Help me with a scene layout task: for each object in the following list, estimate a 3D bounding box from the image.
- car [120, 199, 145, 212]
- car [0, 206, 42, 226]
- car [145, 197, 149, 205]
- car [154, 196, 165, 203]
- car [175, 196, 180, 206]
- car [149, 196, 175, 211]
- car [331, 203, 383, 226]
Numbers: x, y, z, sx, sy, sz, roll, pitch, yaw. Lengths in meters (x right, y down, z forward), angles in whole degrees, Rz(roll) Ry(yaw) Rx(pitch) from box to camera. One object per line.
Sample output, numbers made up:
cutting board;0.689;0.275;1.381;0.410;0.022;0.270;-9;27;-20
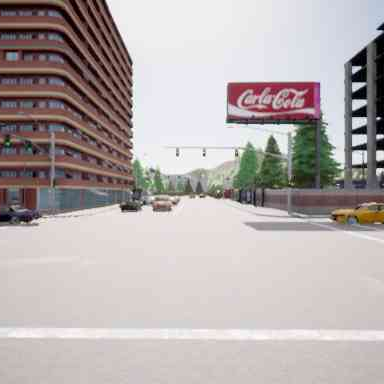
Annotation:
car;-7.051;1.634;38.872;1.895;1.301;4.718;0;0;0
car;-13.236;1.621;23.307;4.718;1.301;1.895;0;0;0
car;-7.018;1.539;55.036;2.128;1.511;4.902;0;0;0
car;-6.910;1.589;71.310;1.994;1.385;4.181;0;0;0
car;-3.516;1.611;55.319;1.994;1.385;4.181;0;0;0
car;-3.548;1.389;40.424;2.097;1.767;4.553;0;0;0
car;12.336;1.510;23.138;5.008;1.535;1.882;0;0;0
